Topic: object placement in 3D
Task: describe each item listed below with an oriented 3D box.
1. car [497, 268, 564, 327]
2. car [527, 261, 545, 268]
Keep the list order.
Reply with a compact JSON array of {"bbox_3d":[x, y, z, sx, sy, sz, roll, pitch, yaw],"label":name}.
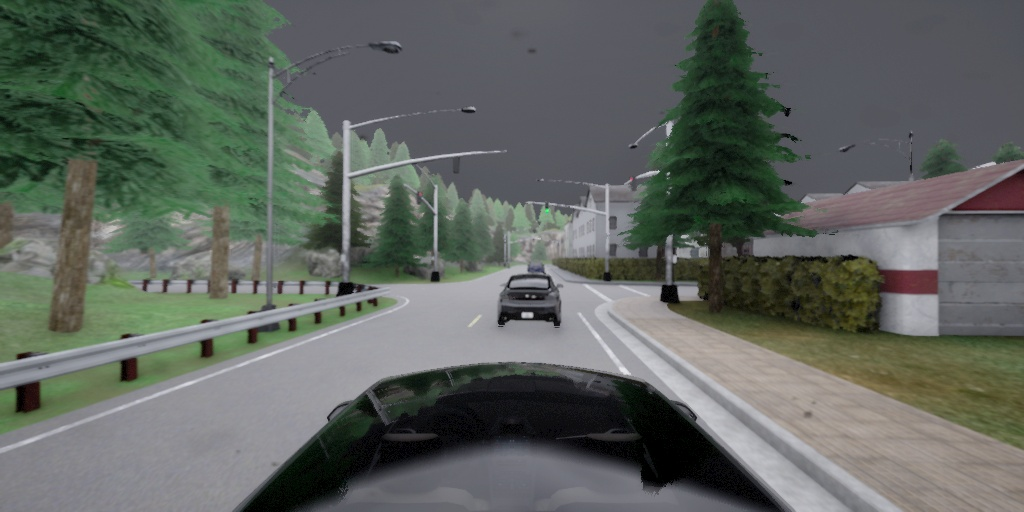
[{"bbox_3d":[0.632,1.331,11.880,1.837,1.490,4.892,0,0,5],"label":"car"},{"bbox_3d":[2.963,1.420,44.374,2.097,1.767,4.553,0,0,4],"label":"car"}]
